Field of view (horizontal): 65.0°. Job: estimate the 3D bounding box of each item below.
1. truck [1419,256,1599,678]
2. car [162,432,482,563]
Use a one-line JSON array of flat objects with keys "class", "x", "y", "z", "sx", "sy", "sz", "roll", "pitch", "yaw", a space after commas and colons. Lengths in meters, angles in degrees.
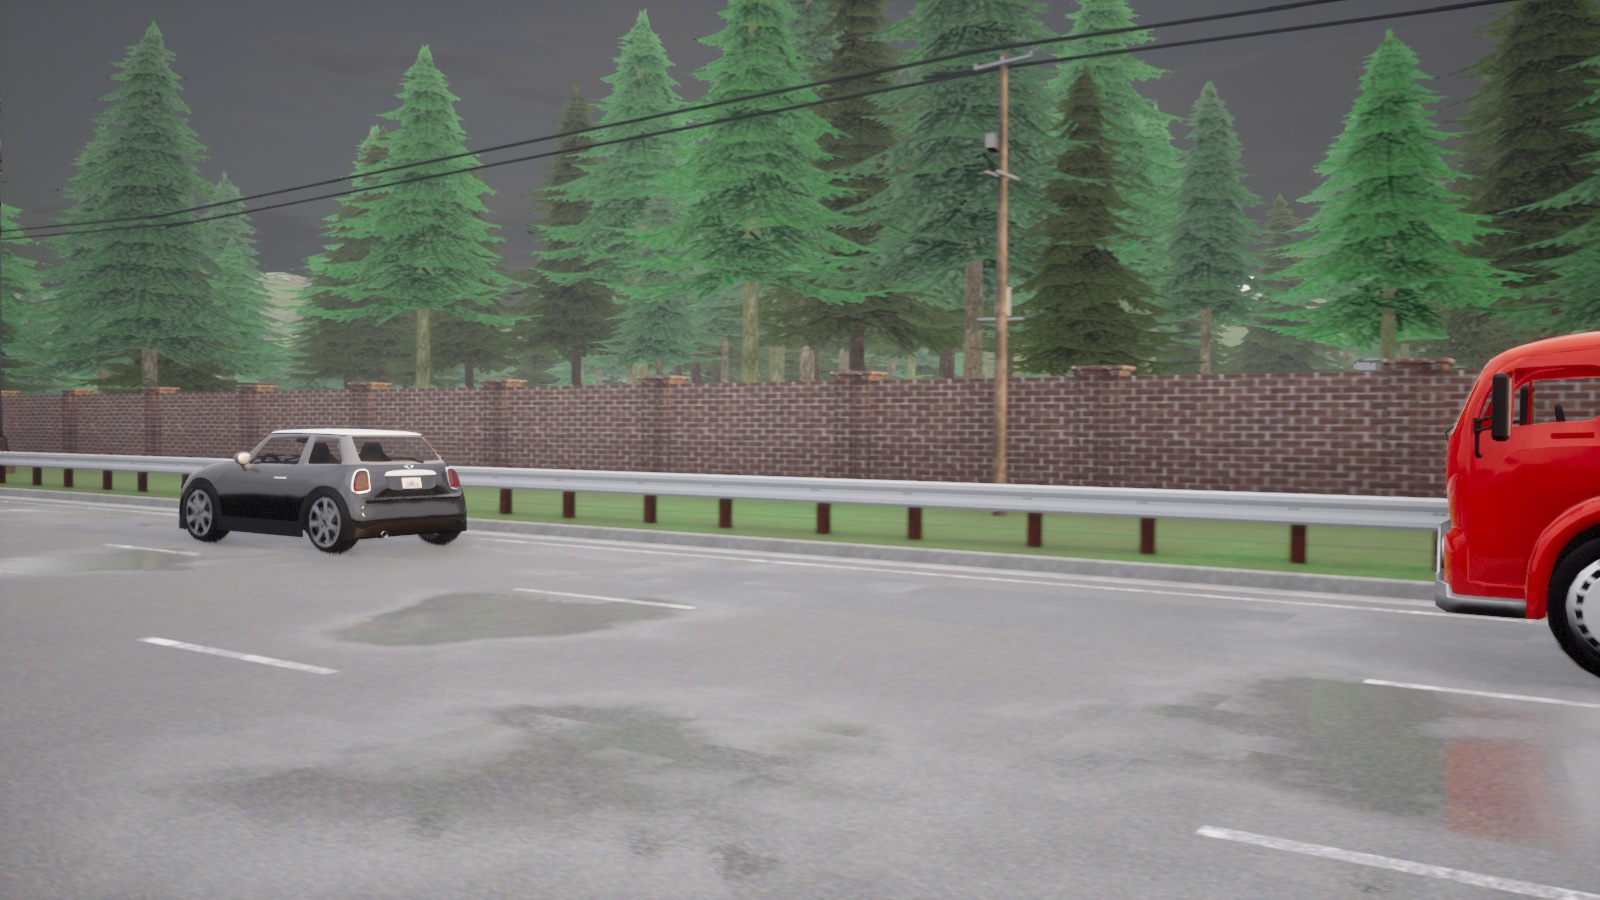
[{"class": "truck", "x": 6.772, "y": 0.082, "z": 7.519, "sx": 5.204, "sy": 2.467, "sz": 2.627, "roll": 0, "pitch": 1, "yaw": 34}, {"class": "car", "x": -6.158, "y": 0.530, "z": 16.110, "sx": 3.806, "sy": 1.475, "sz": 1.970, "roll": 0, "pitch": 1, "yaw": 34}]
